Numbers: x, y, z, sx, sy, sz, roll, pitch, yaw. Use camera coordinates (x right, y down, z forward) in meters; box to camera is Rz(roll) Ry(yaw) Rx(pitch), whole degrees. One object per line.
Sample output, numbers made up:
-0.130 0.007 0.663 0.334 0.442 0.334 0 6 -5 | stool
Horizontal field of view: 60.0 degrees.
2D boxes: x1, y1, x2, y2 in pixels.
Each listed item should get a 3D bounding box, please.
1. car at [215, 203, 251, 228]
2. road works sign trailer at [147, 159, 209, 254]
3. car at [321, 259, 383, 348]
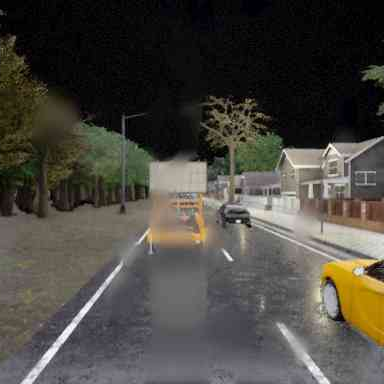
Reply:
2.697 1.514 22.453 1.837 1.490 4.892 0 0 -2 | car
-0.563 0.468 13.623 2.380 3.560 2.880 0 0 -2 | road works sign trailer
3.400 1.479 4.231 1.882 1.535 5.008 0 0 -2 | car
